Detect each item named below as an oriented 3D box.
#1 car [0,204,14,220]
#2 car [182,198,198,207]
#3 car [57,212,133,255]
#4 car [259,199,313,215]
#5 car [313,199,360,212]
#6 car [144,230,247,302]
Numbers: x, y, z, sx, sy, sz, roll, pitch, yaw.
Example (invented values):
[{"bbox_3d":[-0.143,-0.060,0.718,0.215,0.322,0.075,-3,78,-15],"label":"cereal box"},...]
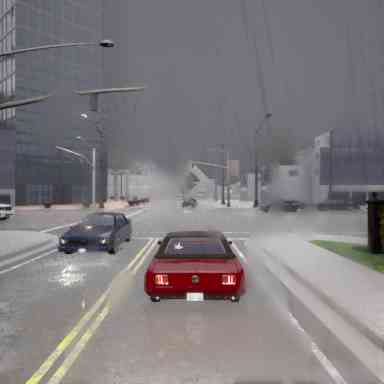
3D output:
[{"bbox_3d":[-17.335,1.339,26.611,5.566,2.045,2.150,-1,0,0],"label":"car"},{"bbox_3d":[-0.301,1.547,50.309,2.033,1.411,5.357,0,0,7],"label":"car"},{"bbox_3d":[-3.652,1.546,13.650,2.033,1.411,5.357,0,0,0],"label":"car"},{"bbox_3d":[9.307,1.503,34.022,4.892,1.490,1.837,0,0,0],"label":"car"},{"bbox_3d":[16.034,1.521,37.579,5.357,1.411,2.033,0,0,-1],"label":"car"},{"bbox_3d":[0.072,1.601,8.208,1.895,1.301,4.718,0,0,0],"label":"car"}]
